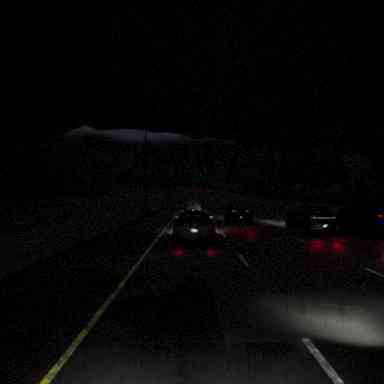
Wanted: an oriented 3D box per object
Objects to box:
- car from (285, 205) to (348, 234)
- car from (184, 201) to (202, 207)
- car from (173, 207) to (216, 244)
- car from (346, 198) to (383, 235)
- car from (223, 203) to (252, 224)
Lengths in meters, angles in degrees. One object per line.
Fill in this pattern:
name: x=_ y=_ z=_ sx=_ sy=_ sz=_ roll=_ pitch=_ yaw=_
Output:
car: x=7.104 y=1.620 z=20.152 sx=2.128 sy=1.511 sz=4.902 roll=0 pitch=0 yaw=0
car: x=0.107 y=1.768 z=38.029 sx=1.812 sy=1.442 sz=4.674 roll=0 pitch=0 yaw=0
car: x=0.103 y=1.670 z=16.506 sx=1.994 sy=1.385 sz=4.181 roll=0 pitch=0 yaw=0
car: x=10.604 y=1.346 z=19.642 sx=2.150 sy=2.045 sz=5.566 roll=0 pitch=0 yaw=0
car: x=3.605 y=1.662 z=26.842 sx=2.128 sy=1.511 sz=4.902 roll=0 pitch=0 yaw=0
